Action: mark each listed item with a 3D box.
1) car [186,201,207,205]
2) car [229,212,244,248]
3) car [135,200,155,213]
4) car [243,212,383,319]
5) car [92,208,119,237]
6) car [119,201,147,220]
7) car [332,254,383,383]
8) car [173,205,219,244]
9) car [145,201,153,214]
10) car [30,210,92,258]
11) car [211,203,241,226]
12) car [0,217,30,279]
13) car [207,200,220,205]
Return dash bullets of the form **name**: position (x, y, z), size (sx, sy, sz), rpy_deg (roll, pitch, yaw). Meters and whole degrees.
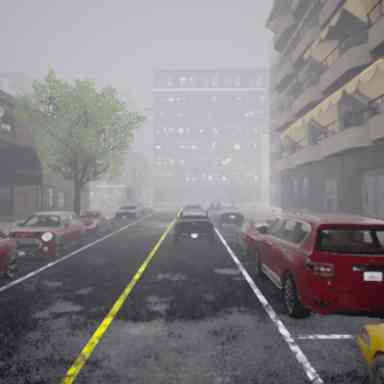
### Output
- **car**: position (0.110, 1.701, 33.727), size (2.128, 1.511, 4.902), rpy_deg (0, 0, 0)
- **car**: position (2.706, 1.662, 13.048), size (1.802, 1.307, 4.206), rpy_deg (1, 0, 0)
- **car**: position (-5.800, 1.783, 41.256), size (1.752, 1.417, 4.829), rpy_deg (1, 0, 0)
- **car**: position (2.709, 1.361, 7.363), size (2.192, 1.841, 5.009), rpy_deg (1, 0, 0)
- **car**: position (-5.638, 1.697, 18.679), size (1.802, 1.307, 4.206), rpy_deg (1, 0, 0)
- **car**: position (-5.634, 1.752, 30.052), size (1.947, 1.339, 4.313), rpy_deg (1, 0, 0)
- **car**: position (2.703, 1.538, 1.845), size (1.752, 1.417, 4.829), rpy_deg (1, 0, 0)
- **car**: position (0.104, 1.604, 16.327), size (1.837, 1.490, 4.892), rpy_deg (0, -1, 0)
- **car**: position (-5.632, 1.773, 35.739), size (2.008, 1.369, 4.403), rpy_deg (1, 0, 0)
- **car**: position (-5.638, 1.520, 12.994), size (1.967, 1.590, 4.097), rpy_deg (1, 0, 0)
- **car**: position (2.711, 1.717, 24.421), size (1.947, 1.339, 4.313), rpy_deg (1, 0, 0)
- **car**: position (-5.640, 1.485, 7.306), size (1.967, 1.590, 4.097), rpy_deg (1, 0, 0)
- **car**: position (2.766, 1.700, 41.478), size (1.967, 1.590, 4.097), rpy_deg (1, 0, 0)
